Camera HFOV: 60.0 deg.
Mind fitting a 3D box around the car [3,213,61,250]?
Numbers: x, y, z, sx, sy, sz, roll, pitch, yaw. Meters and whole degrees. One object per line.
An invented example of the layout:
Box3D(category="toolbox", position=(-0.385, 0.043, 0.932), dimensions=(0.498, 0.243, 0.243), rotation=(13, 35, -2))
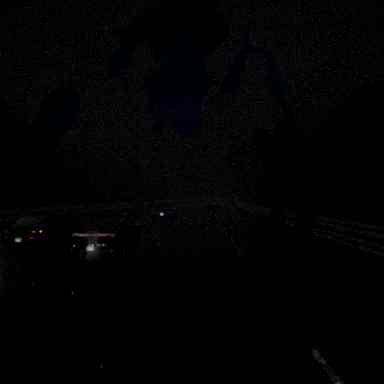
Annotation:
Box3D(category="car", position=(-6.684, 1.704, 15.205), dimensions=(1.812, 1.442, 4.674), rotation=(0, -1, 1))

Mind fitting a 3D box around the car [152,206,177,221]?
Box3D(category="car", position=(-2.569, 1.955, 31.337), dimensions=(1.994, 1.385, 4.181), rotation=(0, -1, 3))

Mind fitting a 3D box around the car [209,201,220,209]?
Box3D(category="car", position=(4.277, 2.377, 63.000), dimensions=(1.812, 1.442, 4.674), rotation=(0, -1, 6))

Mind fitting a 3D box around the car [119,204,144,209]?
Box3D(category="car", position=(-5.981, 1.891, 33.167), dimensions=(1.882, 1.535, 5.008), rotation=(0, -1, 3))

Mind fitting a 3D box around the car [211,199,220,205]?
Box3D(category="car", position=(6.168, 2.675, 87.643), dimensions=(1.994, 1.385, 4.181), rotation=(0, -1, 8))

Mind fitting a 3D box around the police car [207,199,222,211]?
Box3D(category="police car", position=(3.366, 2.136, 53.309), dimensions=(1.930, 1.638, 5.238), rotation=(0, -1, 5))

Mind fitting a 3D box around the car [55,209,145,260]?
Box3D(category="car", position=(-3.228, 1.648, 13.184), dimensions=(2.128, 1.511, 4.902), rotation=(0, -1, 1))
